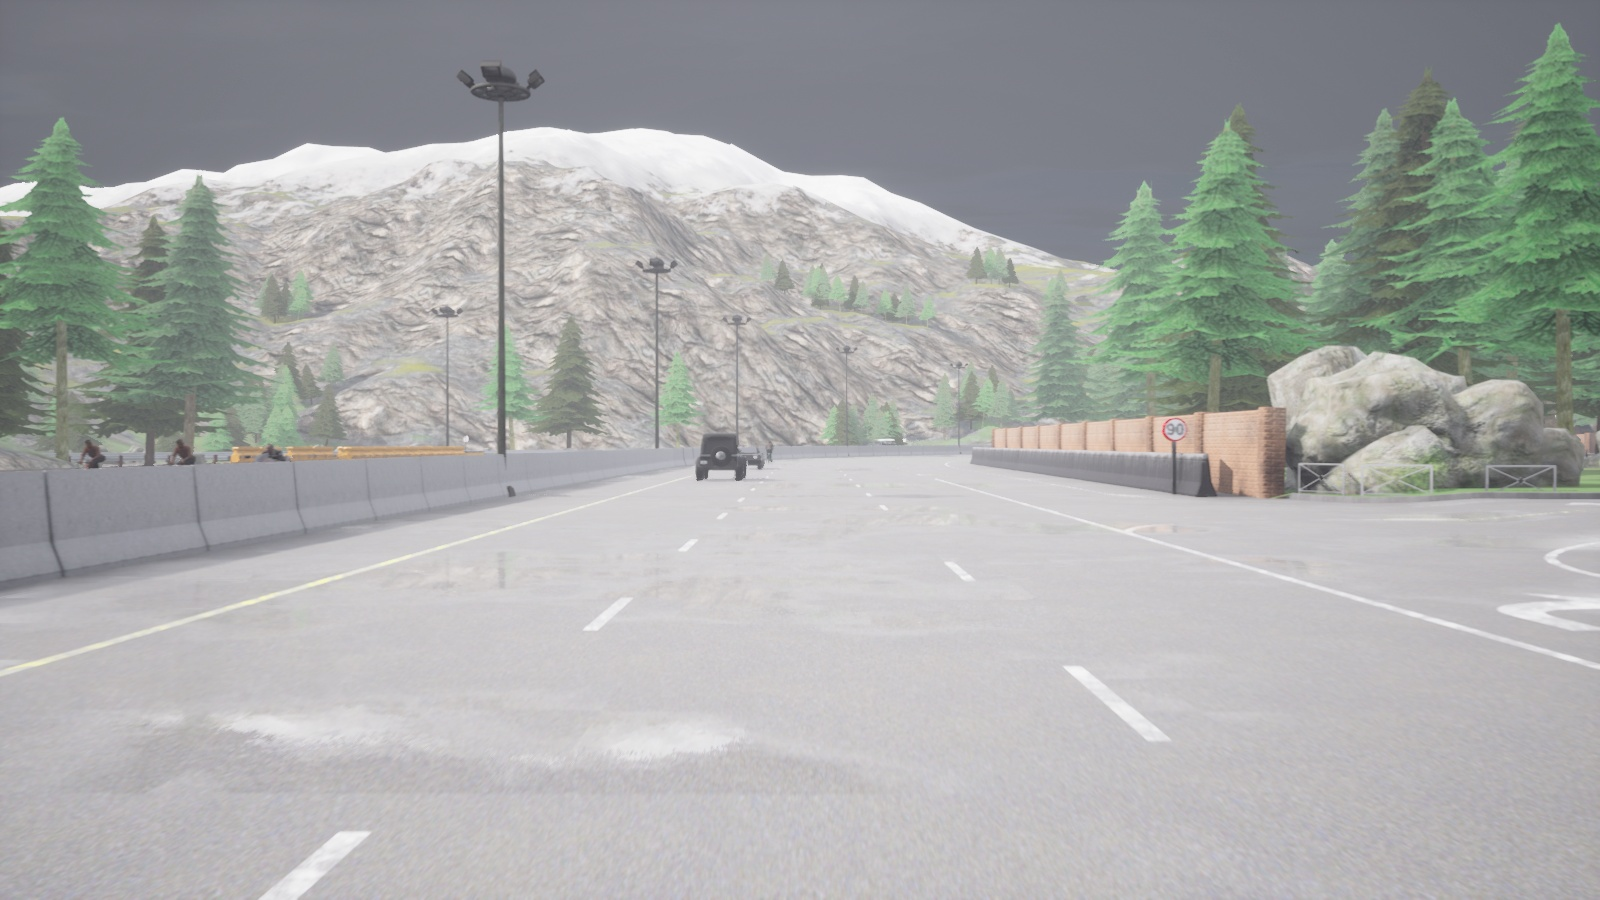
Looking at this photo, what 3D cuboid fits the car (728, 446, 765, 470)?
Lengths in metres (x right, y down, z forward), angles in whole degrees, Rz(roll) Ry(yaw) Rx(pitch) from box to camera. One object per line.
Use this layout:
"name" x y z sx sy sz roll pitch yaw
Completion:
"car" -3.054 0.434 72.816 1.895 1.301 4.718 0 0 1

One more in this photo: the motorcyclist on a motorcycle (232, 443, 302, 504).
"motorcyclist on a motorcycle" -13.800 0.587 32.594 0.866 1.530 2.191 0 0 0

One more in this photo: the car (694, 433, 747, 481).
"car" -3.193 0.251 51.308 1.905 1.878 3.866 0 1 0
